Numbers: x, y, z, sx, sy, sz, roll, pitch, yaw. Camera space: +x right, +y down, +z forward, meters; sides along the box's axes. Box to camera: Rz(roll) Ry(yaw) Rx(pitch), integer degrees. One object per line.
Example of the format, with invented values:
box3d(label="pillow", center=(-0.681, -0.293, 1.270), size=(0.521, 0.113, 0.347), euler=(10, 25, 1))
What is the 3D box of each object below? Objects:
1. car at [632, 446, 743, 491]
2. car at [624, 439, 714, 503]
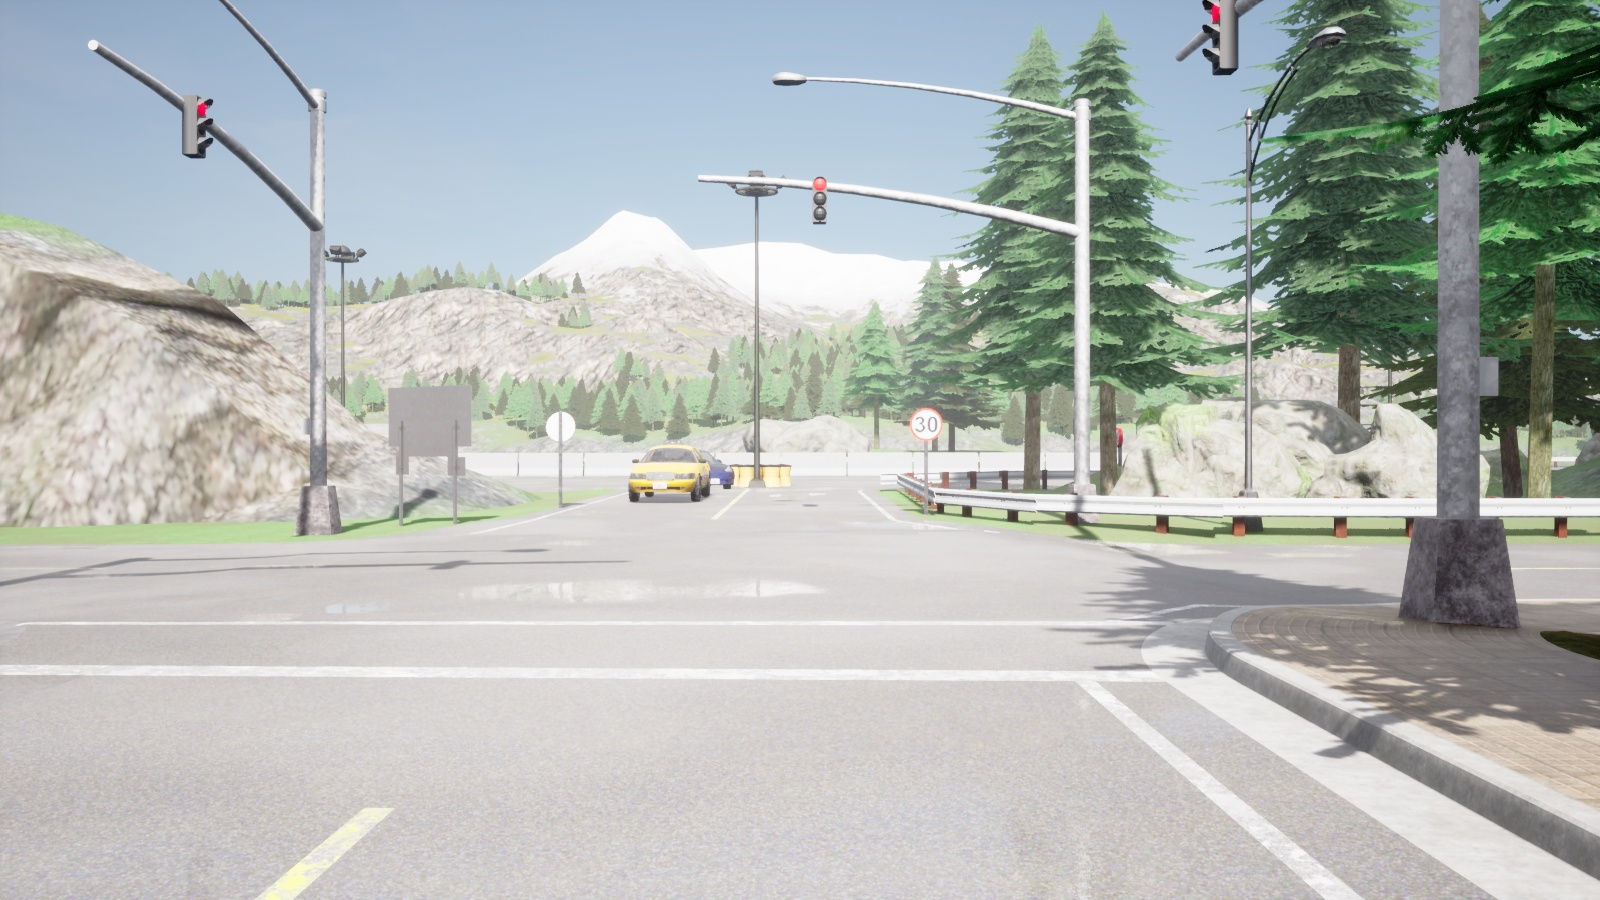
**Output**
box3d(label="car", center=(-4.000, 0.663, 43.922), size=(2.163, 1.488, 4.792), euler=(1, -1, -28))
box3d(label="car", center=(-3.403, 0.494, 33.605), size=(1.801, 1.575, 5.366), euler=(0, 0, 1))
